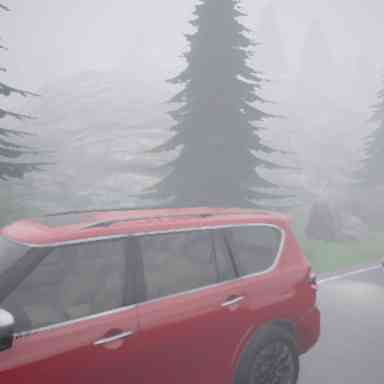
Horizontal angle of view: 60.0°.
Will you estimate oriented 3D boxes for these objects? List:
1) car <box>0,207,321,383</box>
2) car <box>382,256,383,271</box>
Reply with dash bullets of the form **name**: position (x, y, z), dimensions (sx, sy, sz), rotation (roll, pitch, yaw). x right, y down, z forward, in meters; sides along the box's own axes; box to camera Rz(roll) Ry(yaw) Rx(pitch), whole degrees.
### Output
- **car**: position (-1.061, 1.224, 3.230), dimensions (5.566, 2.045, 2.150), rotation (0, 0, -36)
- **car**: position (7.028, 1.523, 9.009), dimensions (4.674, 1.442, 1.812), rotation (0, 0, -35)
